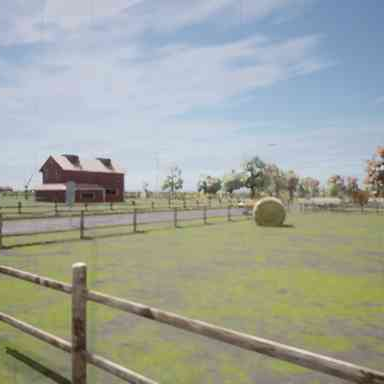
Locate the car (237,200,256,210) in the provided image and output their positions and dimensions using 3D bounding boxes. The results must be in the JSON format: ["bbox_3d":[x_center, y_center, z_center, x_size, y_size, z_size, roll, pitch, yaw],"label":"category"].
[{"bbox_3d":[8.948,2.067,53.631,1.882,1.535,5.008,0,-1,36],"label":"car"}]
